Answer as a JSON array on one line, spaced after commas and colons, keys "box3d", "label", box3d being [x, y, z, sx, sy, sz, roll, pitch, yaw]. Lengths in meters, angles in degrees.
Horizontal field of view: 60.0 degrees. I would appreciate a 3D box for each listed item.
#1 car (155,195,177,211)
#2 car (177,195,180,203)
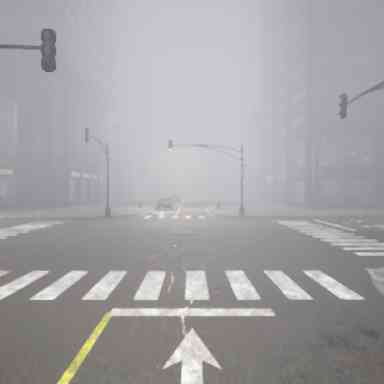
[{"box3d": [-3.061, 1.312, 38.054, 1.837, 1.490, 4.892, 0, 0, 0], "label": "car"}, {"box3d": [-3.066, 1.207, 59.310, 2.128, 1.511, 4.902, 0, 0, 0], "label": "car"}]
